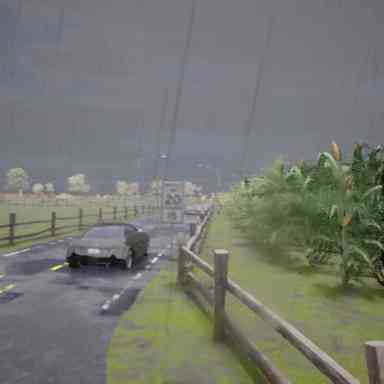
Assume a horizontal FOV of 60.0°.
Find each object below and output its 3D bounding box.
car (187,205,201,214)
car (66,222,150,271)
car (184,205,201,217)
[{"bbox_3d":[0.377,2.760,53.249,1.895,1.301,4.718,2,-1,4],"label":"car"},{"bbox_3d":[-2.786,1.776,11.902,1.994,1.385,4.181,2,-1,4],"label":"car"},{"bbox_3d":[-0.318,2.481,43.403,2.033,1.411,5.357,2,-1,5],"label":"car"}]
